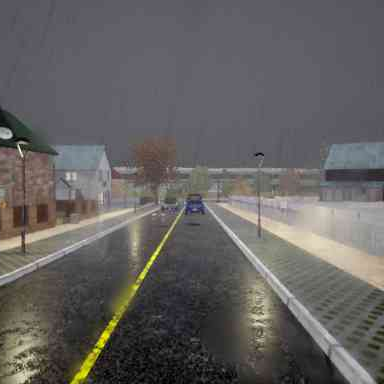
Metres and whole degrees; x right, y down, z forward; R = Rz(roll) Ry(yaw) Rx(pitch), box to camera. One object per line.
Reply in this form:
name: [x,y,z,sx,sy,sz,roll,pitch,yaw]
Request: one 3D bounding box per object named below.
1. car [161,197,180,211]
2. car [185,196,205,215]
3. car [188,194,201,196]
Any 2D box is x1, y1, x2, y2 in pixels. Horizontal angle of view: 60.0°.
car: [-2.529,1.360,40.324,2.097,1.767,4.553,0,0,0]
car: [0.283,1.469,33.726,1.882,1.535,5.008,0,0,0]
car: [0.339,1.221,44.263,2.150,2.045,5.566,0,0,0]
